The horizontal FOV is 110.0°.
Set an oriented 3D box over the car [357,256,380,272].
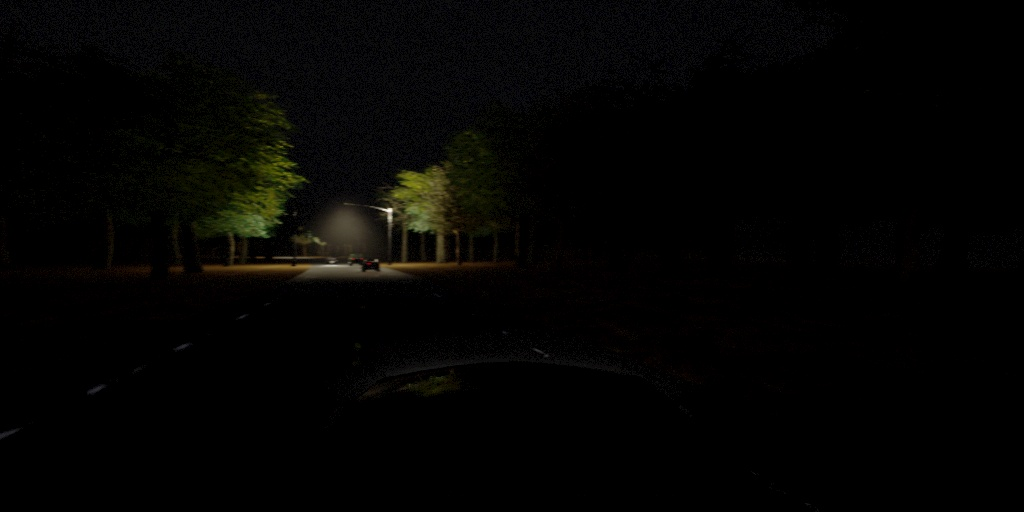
[{"bbox_3d":[-16.961,1.091,42.980,2.128,1.511,4.902,0,0,-26],"label":"car"}]
